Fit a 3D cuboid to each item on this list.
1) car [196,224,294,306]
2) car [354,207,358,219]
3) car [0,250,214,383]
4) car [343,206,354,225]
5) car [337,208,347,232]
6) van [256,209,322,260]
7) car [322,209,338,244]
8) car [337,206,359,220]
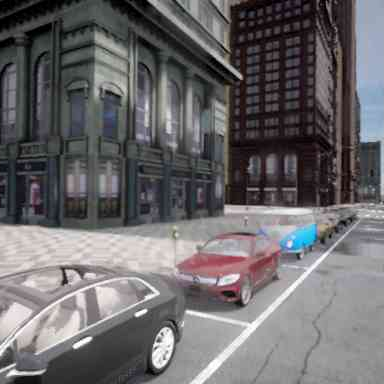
[{"bbox_3d":[1.104,1.711,8.418,1.802,1.307,4.206,0,-1,30],"label":"car"},{"bbox_3d":[15.008,2.236,32.926,1.947,1.339,4.313,0,-1,30],"label":"car"},{"bbox_3d":[-1.677,1.574,3.516,2.008,1.369,4.403,0,-1,30],"label":"car"},{"bbox_3d":[12.228,2.126,28.024,1.947,1.339,4.313,0,-1,30],"label":"car"},{"bbox_3d":[9.447,2.033,23.122,1.802,1.307,4.206,0,-1,30],"label":"car"},{"bbox_3d":[3.888,1.577,13.323,1.690,1.788,3.998,0,-1,30],"label":"van"},{"bbox_3d":[6.582,1.865,18.074,1.752,1.417,4.829,0,-1,30],"label":"car"},{"bbox_3d":[17.789,2.331,37.828,2.008,1.369,4.403,0,-1,30],"label":"car"}]
